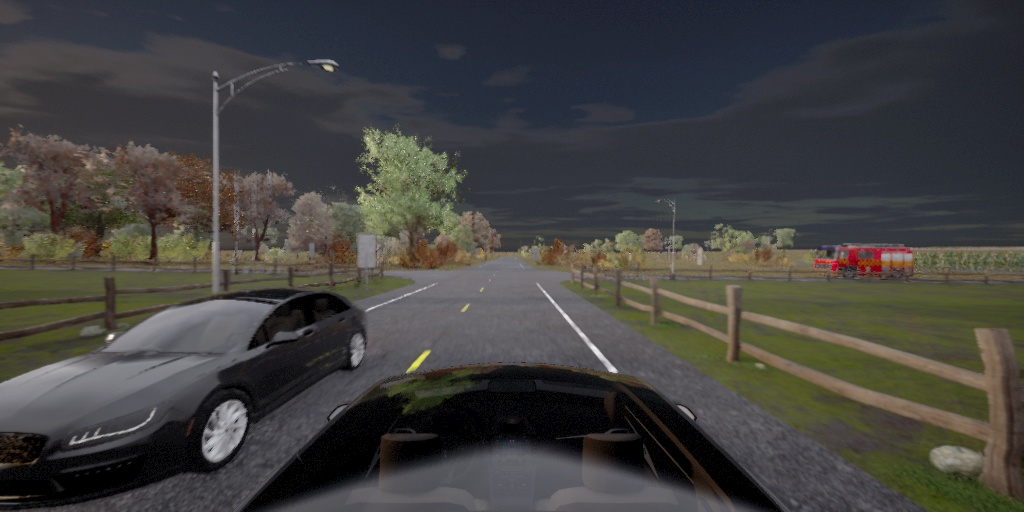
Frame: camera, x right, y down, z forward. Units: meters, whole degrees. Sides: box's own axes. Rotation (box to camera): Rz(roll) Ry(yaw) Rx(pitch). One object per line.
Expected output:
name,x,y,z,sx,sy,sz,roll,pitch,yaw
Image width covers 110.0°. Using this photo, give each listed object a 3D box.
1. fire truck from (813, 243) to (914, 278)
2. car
fire truck,37.983,0.550,38.950,8.468,3.827,2.891,1,1,0
car,-3.596,1.247,4.856,1.837,1.490,4.892,0,0,0
